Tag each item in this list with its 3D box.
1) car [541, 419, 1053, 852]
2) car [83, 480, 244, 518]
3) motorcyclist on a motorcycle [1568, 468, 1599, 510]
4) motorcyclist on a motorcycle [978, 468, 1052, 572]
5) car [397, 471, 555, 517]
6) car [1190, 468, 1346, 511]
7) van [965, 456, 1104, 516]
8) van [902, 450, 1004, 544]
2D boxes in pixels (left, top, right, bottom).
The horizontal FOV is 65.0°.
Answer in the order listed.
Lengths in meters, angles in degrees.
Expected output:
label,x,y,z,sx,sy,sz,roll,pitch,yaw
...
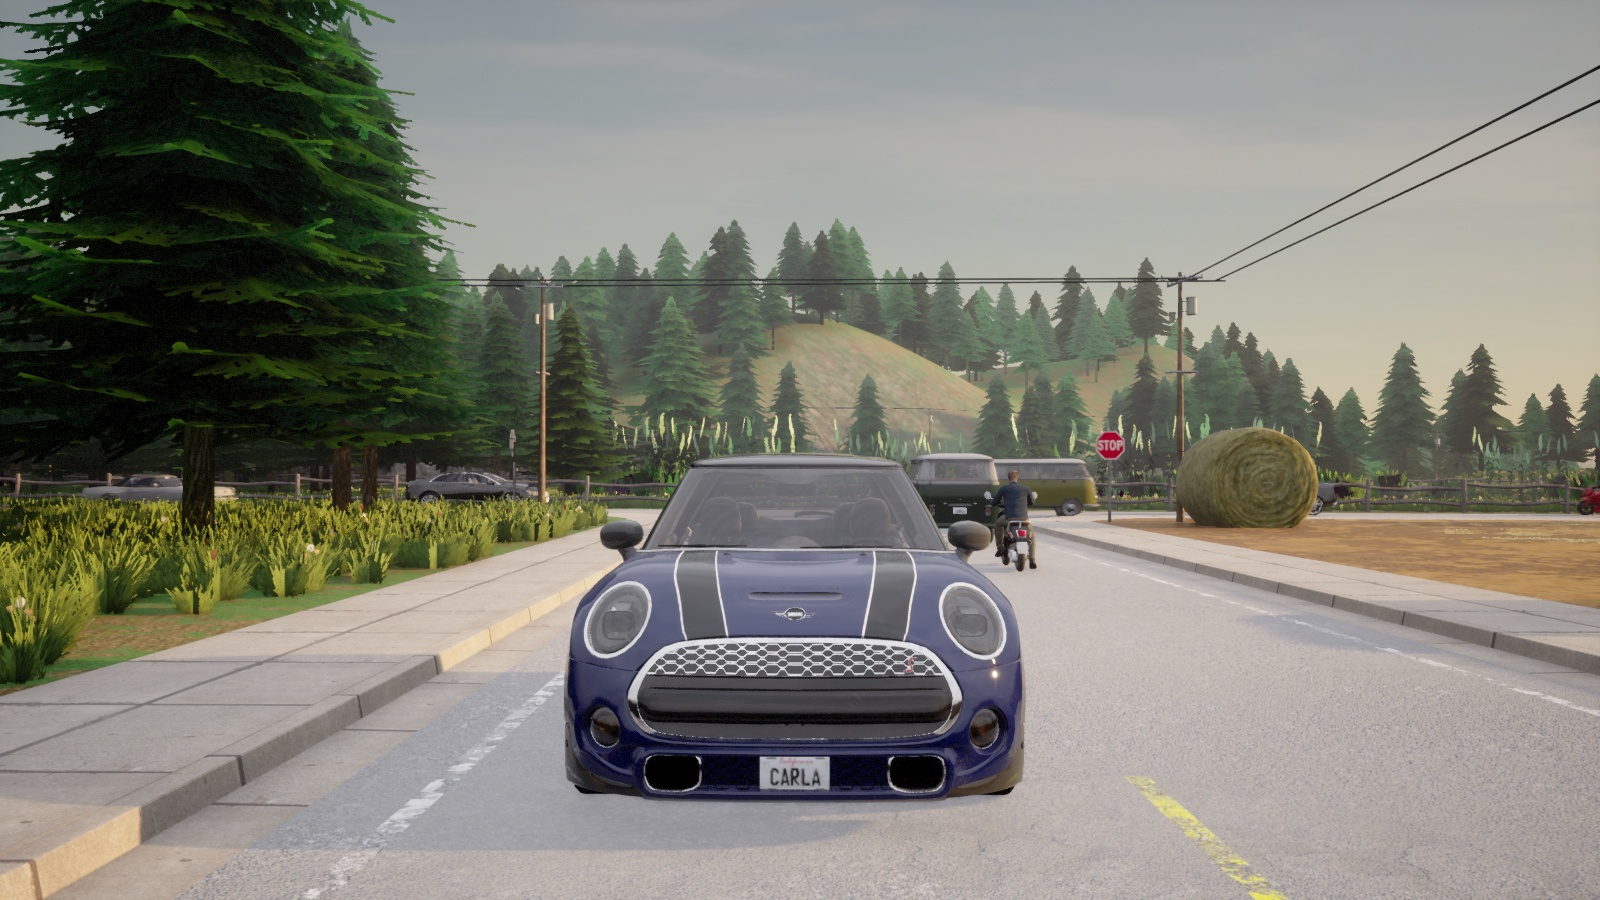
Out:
label,x,y,z,sx,sy,sz,roll,pitch,yaw
car,-0.021,0.798,7.441,2.097,1.767,4.553,0,-1,0
car,-22.289,1.708,44.078,4.718,1.301,1.895,0,-1,1
motorcyclist on a motorcycle,28.996,1.404,45.290,2.044,1.523,0.797,0,-1,3
motorcyclist on a motorcycle,3.447,1.093,20.245,0.866,1.590,1.817,0,-1,0
car,-11.184,1.512,43.634,4.902,1.511,2.128,0,-1,3
car,17.010,1.436,45.842,4.902,1.511,2.128,0,-1,3
van,7.936,1.222,42.758,4.442,1.987,1.775,0,-1,3
van,3.424,1.038,28.899,1.775,1.987,4.442,0,-1,0
